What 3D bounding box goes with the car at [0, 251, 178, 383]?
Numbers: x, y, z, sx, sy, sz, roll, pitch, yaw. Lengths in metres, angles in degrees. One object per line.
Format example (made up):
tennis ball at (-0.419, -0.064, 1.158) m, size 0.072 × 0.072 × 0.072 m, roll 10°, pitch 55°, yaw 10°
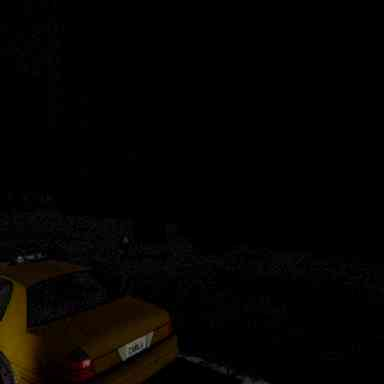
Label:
car at (-2.442, 1.525, 4.701) m, size 4.829 × 1.417 × 1.752 m, roll 0°, pitch 0°, yaw 35°
